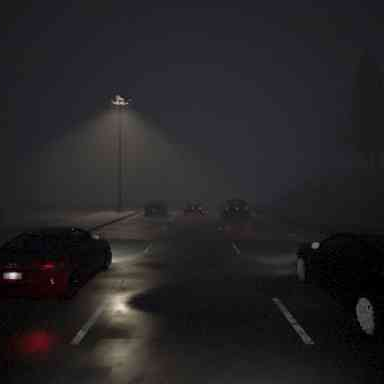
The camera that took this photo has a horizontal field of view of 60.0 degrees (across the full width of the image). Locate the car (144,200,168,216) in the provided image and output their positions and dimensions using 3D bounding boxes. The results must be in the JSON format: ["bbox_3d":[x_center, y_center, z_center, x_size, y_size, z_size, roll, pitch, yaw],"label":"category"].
[{"bbox_3d":[-3.398,1.478,32.188,1.882,1.535,5.008,0,0,0],"label":"car"}]

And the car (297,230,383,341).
[{"bbox_3d":[3.599,1.477,6.526,1.882,1.535,5.008,0,0,0],"label":"car"}]

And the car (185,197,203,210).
[{"bbox_3d":[0.306,1.492,43.540,2.128,1.511,4.902,0,0,2],"label":"car"}]

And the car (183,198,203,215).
[{"bbox_3d":[0.102,1.547,33.691,2.033,1.411,5.357,0,0,0],"label":"car"}]

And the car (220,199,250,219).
[{"bbox_3d":[3.600,1.351,28.641,2.097,1.767,4.553,0,0,0],"label":"car"}]

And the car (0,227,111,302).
[{"bbox_3d":[-3.401,1.564,8.330,1.994,1.385,4.181,0,0,0],"label":"car"}]
